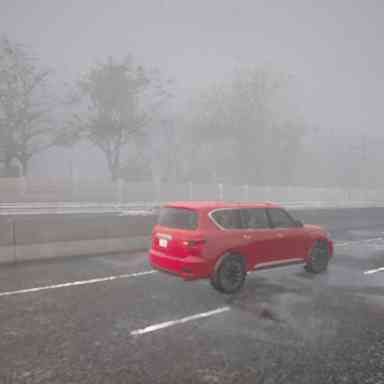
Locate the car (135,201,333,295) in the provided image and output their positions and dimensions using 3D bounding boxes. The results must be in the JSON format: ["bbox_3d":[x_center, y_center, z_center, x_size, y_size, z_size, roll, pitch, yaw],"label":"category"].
[{"bbox_3d":[1.527,1.283,9.142,5.566,2.045,2.150,1,0,-35],"label":"car"}]

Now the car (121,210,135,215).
[{"bbox_3d":[-3.387,1.729,27.373,4.718,1.301,1.895,1,0,-36],"label":"car"}]

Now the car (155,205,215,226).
[{"bbox_3d":[-0.488,1.704,25.141,4.181,1.385,1.994,1,0,-35],"label":"car"}]

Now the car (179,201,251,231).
[{"bbox_3d":[1.603,1.493,22.334,4.553,1.767,2.097,1,0,-35],"label":"car"}]

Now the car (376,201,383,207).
[{"bbox_3d":[30.561,1.943,51.529,4.553,1.767,2.097,1,0,-35],"label":"car"}]
